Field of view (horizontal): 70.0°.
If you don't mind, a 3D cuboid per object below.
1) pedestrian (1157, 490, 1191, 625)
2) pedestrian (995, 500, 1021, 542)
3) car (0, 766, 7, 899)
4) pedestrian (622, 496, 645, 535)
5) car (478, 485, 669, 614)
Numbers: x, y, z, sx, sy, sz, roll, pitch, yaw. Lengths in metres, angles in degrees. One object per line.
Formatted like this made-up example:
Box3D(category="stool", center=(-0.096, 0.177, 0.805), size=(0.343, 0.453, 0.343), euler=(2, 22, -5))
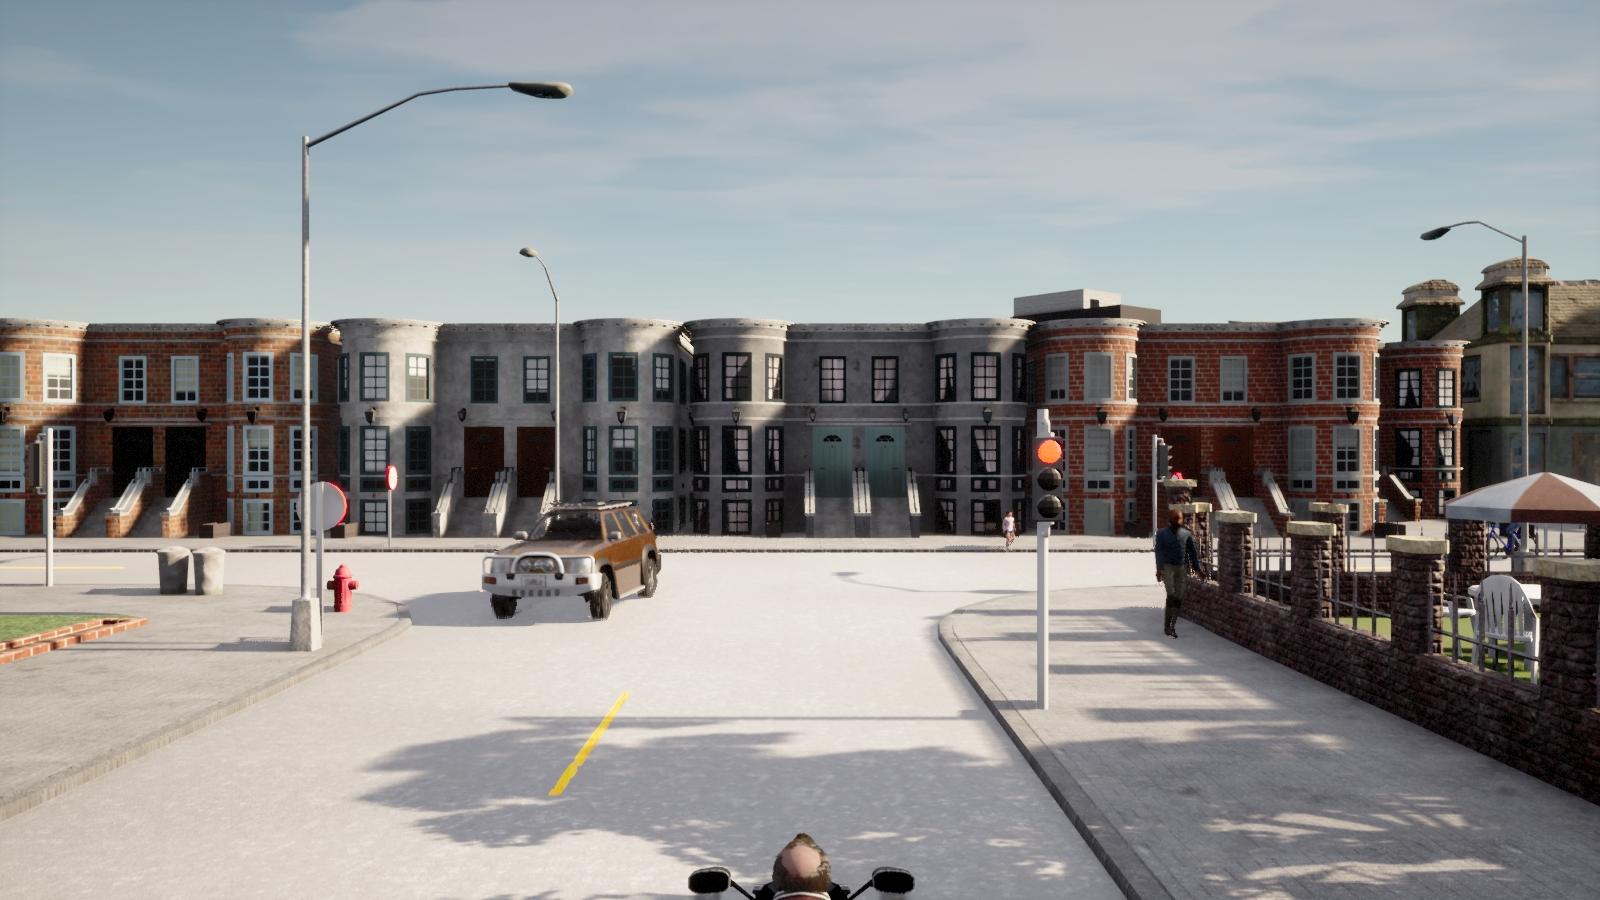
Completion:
Box3D(category="pedestrian", center=(5.282, 1.509, 16.142), size=(0.375, 1.860, 0.375), euler=(0, 0, 2))
Box3D(category="pedestrian", center=(5.636, 1.905, 30.954), size=(0.500, 1.100, 0.500), euler=(0, 0, -21))
Box3D(category="car", center=(-4.002, 1.896, 2.241), size=(1.994, 1.385, 4.181), euler=(0, 0, 0))
Box3D(category="pedestrian", center=(-4.805, 1.891, 32.996), size=(0.500, 1.100, 0.500), euler=(0, 0, 10))
Box3D(category="car", center=(-3.831, 1.635, 20.219), size=(1.932, 1.855, 4.605), euler=(-1, 0, 7))
